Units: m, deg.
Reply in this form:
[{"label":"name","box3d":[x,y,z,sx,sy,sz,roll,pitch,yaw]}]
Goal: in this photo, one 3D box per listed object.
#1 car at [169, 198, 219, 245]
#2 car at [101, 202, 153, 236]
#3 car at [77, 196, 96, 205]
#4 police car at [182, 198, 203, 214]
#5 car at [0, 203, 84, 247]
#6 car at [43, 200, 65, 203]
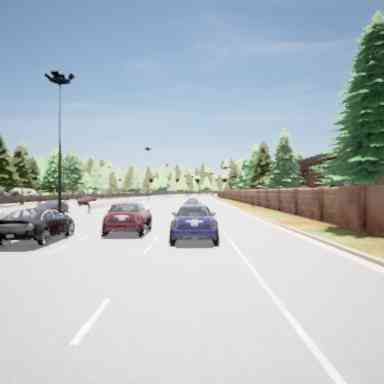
[{"label":"car","box3d":[0.095,1.336,15.654,2.097,1.767,4.553,0,0,0]},{"label":"car","box3d":[-3.415,1.333,18.251,2.097,1.767,4.553,0,0,0]},{"label":"car","box3d":[-17.194,1.424,54.507,1.882,1.535,5.008,0,0,2]},{"label":"police car","box3d":[0.070,1.467,35.937,2.038,1.542,4.974,0,0,1]},{"label":"car","box3d":[-6.901,1.477,15.041,2.128,1.511,4.902,0,0,0]},{"label":"car","box3d":[-14.084,1.515,33.630,2.033,1.411,5.357,0,0,0]}]
